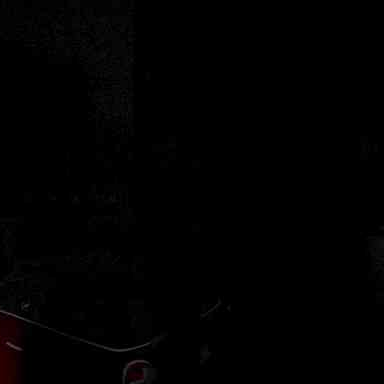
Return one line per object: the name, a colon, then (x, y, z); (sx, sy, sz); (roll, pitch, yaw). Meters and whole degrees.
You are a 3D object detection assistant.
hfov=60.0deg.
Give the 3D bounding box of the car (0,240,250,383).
car: (-1.492, 1.440, 4.004); (4.097, 1.590, 1.967); (0, 0, 35)
